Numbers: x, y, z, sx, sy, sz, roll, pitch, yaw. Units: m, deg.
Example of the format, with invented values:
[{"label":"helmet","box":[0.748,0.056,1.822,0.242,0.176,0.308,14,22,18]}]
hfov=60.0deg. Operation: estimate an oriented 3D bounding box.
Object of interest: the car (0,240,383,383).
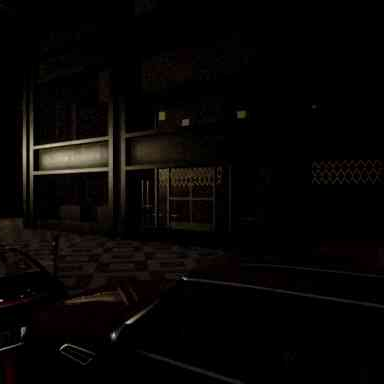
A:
[{"label":"car","box":[0.759,1.315,2.415,5.009,1.841,2.192,0,0,34]}]
